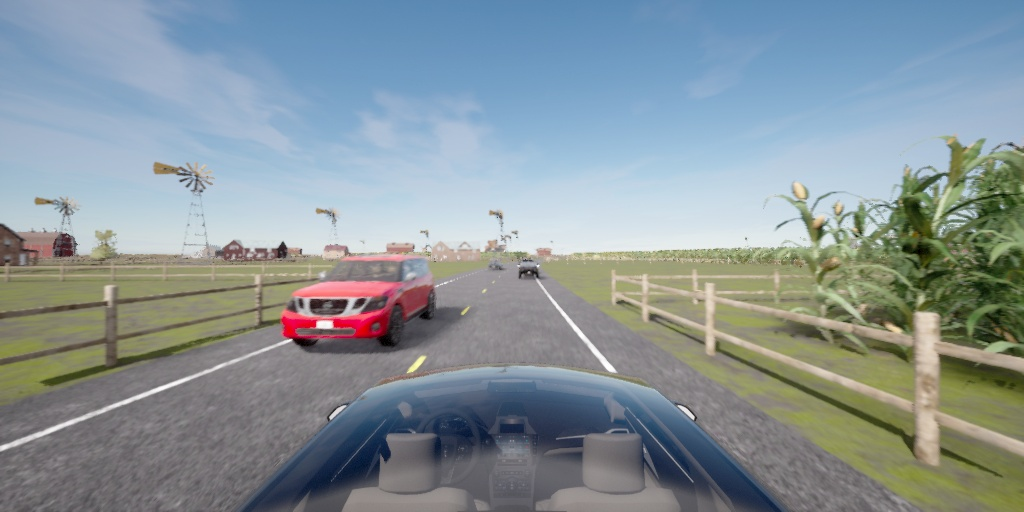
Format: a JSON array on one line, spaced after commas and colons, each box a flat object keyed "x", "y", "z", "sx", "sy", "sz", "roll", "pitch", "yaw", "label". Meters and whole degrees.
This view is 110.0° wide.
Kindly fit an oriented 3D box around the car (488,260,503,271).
[{"x": -2.328, "y": 1.272, "z": 51.135, "sx": 1.837, "sy": 1.490, "sz": 4.892, "roll": 0, "pitch": 0, "yaw": 3, "label": "car"}]

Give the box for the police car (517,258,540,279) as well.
[{"x": 1.525, "y": 1.199, "z": 33.195, "sx": 1.930, "sy": 1.638, "sz": 5.238, "roll": 0, "pitch": 0, "yaw": 2, "label": "police car"}]

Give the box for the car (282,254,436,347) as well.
[{"x": -3.569, "y": 0.969, "z": 9.646, "sx": 2.150, "sy": 2.045, "sz": 5.566, "roll": 0, "pitch": 0, "yaw": 0, "label": "car"}]
